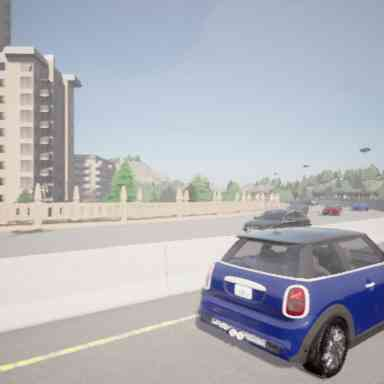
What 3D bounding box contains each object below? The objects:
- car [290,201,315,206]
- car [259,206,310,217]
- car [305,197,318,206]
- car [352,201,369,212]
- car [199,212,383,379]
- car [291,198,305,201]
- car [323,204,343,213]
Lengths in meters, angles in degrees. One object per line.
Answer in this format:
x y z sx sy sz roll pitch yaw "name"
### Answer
12.285 2.034 38.547 2.033 1.411 5.357 0 -1 31 "car"
4.595 1.691 17.571 1.837 1.490 4.892 0 -1 44 "car"
28.065 2.265 78.695 2.150 2.045 5.566 0 -1 3 "car"
26.284 2.210 51.923 1.882 1.535 5.008 0 -1 20 "car"
2.353 1.414 5.898 4.553 1.767 2.097 1 -1 -39 "car"
24.568 2.527 78.801 1.882 1.535 5.008 0 -1 3 "car"
16.594 2.119 39.066 1.895 1.301 4.718 0 -1 29 "car"
